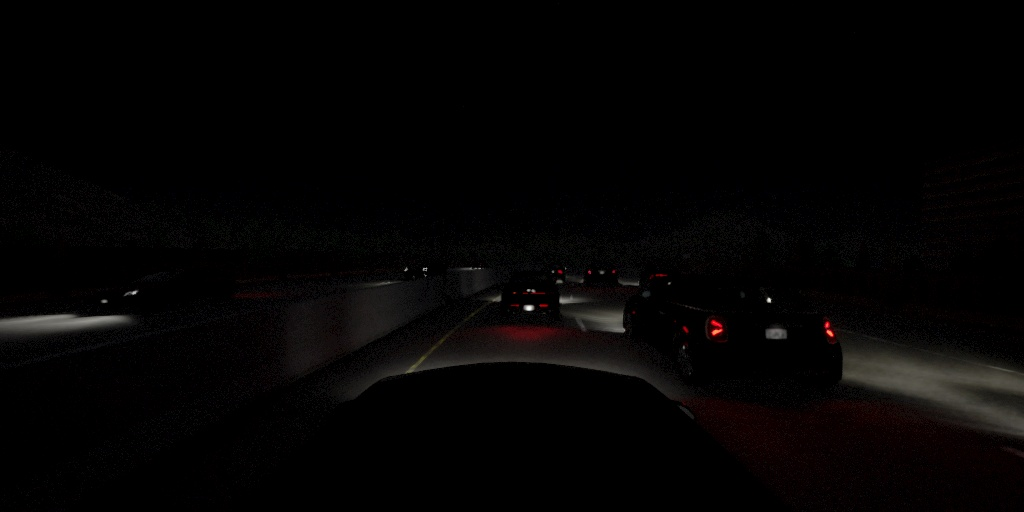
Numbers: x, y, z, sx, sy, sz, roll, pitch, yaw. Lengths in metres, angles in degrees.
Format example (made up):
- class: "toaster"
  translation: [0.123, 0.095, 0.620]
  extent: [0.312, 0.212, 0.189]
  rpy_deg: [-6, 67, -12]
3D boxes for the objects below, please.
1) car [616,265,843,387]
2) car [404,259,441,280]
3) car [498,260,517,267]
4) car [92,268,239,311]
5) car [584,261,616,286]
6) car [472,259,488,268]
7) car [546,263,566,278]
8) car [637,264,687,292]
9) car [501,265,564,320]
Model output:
- class: "car"
  translation: [3.791, 1.113, 7.170]
  extent: [2.097, 1.767, 4.553]
  rpy_deg: [0, 0, 2]
- class: "car"
  translation: [-7.322, 1.069, 30.364]
  extent: [2.097, 1.767, 4.553]
  rpy_deg: [0, 0, 10]
- class: "car"
  translation: [-0.459, 1.280, 48.390]
  extent: [2.033, 1.411, 5.357]
  rpy_deg: [0, 0, 11]
- class: "car"
  translation: [-13.366, 1.228, 14.280]
  extent: [1.812, 1.442, 4.674]
  rpy_deg: [0, 0, 6]
- class: "car"
  translation: [6.259, 1.115, 25.584]
  extent: [2.097, 1.767, 4.553]
  rpy_deg: [0, 0, 10]
- class: "car"
  translation: [-5.395, 1.233, 60.388]
  extent: [1.837, 1.490, 4.892]
  rpy_deg: [0, 0, 10]
- class: "car"
  translation: [3.644, 1.300, 30.988]
  extent: [2.033, 1.411, 5.357]
  rpy_deg: [0, 0, 10]
- class: "car"
  translation: [9.303, 1.279, 22.691]
  extent: [1.837, 1.490, 4.892]
  rpy_deg: [0, 0, 10]
- class: "car"
  translation: [0.736, 1.254, 12.780]
  extent: [1.837, 1.490, 4.892]
  rpy_deg: [0, 0, 6]
